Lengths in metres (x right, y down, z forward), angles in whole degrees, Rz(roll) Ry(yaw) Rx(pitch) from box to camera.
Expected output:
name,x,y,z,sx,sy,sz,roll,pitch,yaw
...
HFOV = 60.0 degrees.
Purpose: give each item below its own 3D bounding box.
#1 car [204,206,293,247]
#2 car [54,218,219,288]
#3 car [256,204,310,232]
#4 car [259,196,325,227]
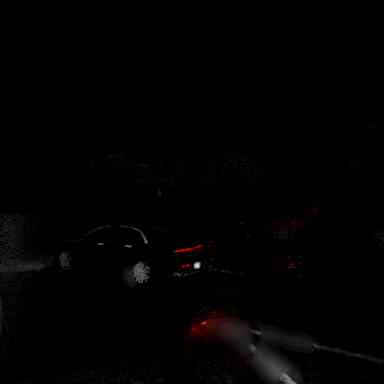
name,x,y,z,sx,sy,sz,roll,pitch,yaw
car,1.849,1.569,15.390,4.892,1.490,1.837,-1,0,33
car,-1.891,1.575,9.472,4.892,1.490,1.837,-1,0,33
car,3.415,1.613,18.544,5.357,1.411,2.033,-1,0,33
car,5.517,1.281,21.353,5.566,2.045,2.150,-1,0,33
